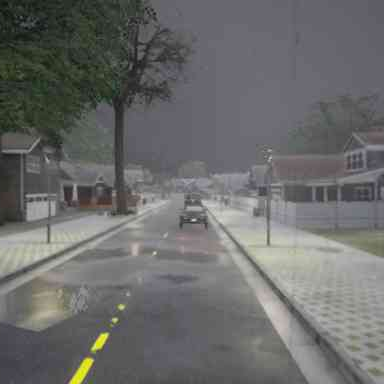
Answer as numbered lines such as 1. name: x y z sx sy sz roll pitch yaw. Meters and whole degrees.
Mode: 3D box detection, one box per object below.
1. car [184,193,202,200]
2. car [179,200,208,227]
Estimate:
1. car: 0.117 1.203 42.524 2.150 2.045 5.566 0 0 0
2. car: 0.109 1.518 22.334 1.812 1.442 4.674 0 0 0
